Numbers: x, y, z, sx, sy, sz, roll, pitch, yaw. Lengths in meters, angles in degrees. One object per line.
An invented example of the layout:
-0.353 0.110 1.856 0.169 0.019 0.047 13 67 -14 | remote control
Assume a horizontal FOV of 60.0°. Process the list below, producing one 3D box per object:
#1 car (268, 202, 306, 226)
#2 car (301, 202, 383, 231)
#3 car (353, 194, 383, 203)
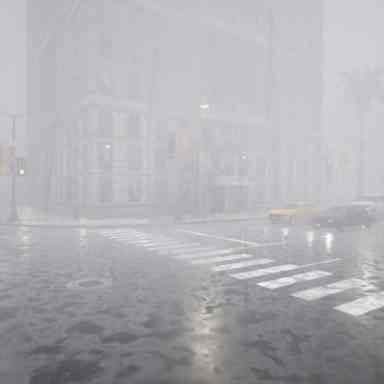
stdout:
7.559 1.477 23.750 5.008 1.535 1.882 0 0 -35 | car
9.538 1.547 20.868 5.357 1.411 2.033 0 0 -35 | car
15.940 1.221 29.526 5.566 2.045 2.150 0 0 -34 | car
